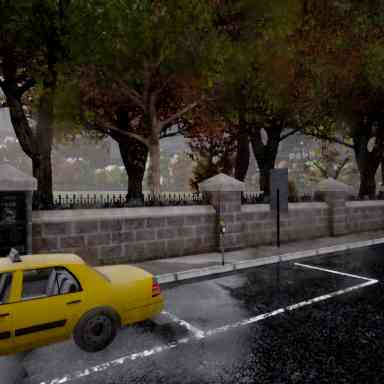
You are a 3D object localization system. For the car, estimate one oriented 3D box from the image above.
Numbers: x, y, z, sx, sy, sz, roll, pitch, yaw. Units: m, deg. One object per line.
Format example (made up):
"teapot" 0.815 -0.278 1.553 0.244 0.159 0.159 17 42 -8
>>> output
"car" -2.749 1.525 4.598 4.829 1.417 1.752 0 0 -35
